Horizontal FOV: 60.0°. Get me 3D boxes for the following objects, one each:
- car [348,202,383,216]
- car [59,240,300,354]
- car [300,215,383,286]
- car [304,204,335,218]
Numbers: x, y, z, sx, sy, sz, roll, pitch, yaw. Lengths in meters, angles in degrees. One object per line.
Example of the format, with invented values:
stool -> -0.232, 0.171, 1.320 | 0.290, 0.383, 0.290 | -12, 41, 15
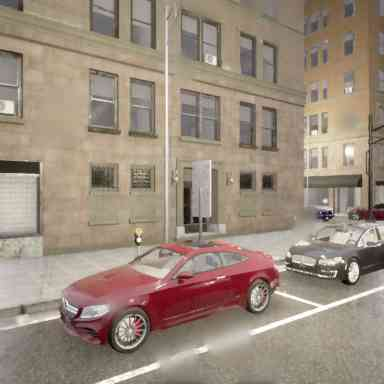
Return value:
car -> 13.528, 1.464, 23.520 | 1.812, 1.442, 4.674 | -1, 1, -40
car -> -0.172, 1.582, 6.055 | 4.206, 1.307, 1.802 | 0, 0, -35
car -> 4.462, 1.550, 9.343 | 4.403, 1.369, 2.008 | 0, 0, -35
car -> 8.246, 1.516, 25.155 | 1.895, 1.301, 4.718 | 0, 0, -35
